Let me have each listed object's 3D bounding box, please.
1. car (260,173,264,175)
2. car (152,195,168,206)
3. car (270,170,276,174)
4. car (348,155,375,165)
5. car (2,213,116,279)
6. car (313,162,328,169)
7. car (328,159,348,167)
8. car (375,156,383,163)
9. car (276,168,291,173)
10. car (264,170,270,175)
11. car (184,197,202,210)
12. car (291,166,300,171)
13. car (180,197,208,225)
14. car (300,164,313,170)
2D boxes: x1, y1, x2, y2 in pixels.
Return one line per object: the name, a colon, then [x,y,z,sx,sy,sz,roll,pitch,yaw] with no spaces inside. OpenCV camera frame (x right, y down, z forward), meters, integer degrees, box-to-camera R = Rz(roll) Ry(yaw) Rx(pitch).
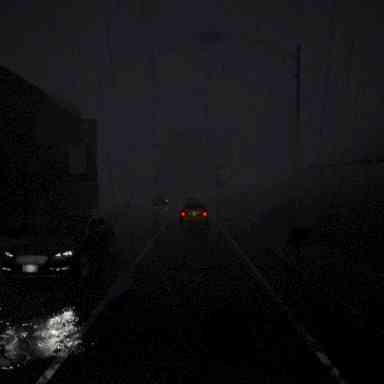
car: [21.222,-5.141,92.948,2.185,1.767,4.553,0,1,-1]
car: [-4.975,1.268,52.073,2.097,1.767,4.553,0,-1,-12]
car: [21.455,-4.771,81.758,2.002,1.452,4.674,0,1,-1]
car: [22.957,-4.095,43.228,2.185,1.767,4.553,0,1,-5]
car: [-3.590,1.419,9.831,2.128,1.511,4.902,0,0,0]
car: [22.147,-4.209,54.271,2.002,1.452,4.674,0,1,-2]
car: [22.494,-4.109,48.734,2.097,1.535,5.008,0,1,-4]
car: [23.571,-3.796,37.539,2.163,1.488,4.792,0,1,-6]
car: [21.569,-4.834,76.264,2.185,1.767,4.553,0,1,-1]
car: [21.337,-5.042,87.430,2.185,1.767,4.553,0,1,-1]
car: [0.028,1.347,41.277,2.033,1.411,5.357,0,0,-2]
car: [21.796,-4.501,65.329,2.231,1.521,4.892,0,1,-1]
car: [0.123,1.292,22.653,1.801,1.575,5.366,0,1,0]
car: [21.919,-4.384,59.812,2.231,1.521,4.892,0,1,-1]
